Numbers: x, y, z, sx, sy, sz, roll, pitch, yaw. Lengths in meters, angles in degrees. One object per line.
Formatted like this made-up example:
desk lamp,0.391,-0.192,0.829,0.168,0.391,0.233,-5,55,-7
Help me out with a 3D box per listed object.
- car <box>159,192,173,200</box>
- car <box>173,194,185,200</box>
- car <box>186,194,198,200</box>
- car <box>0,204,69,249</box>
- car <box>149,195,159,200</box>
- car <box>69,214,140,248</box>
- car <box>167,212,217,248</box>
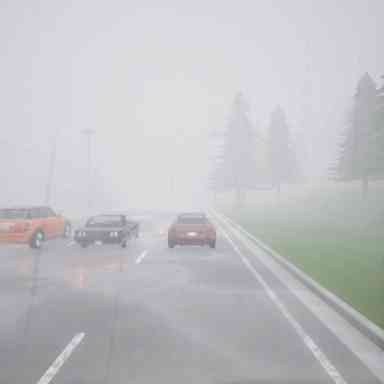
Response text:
car,-7.000,1.125,90.862,2.150,2.045,5.566,0,0,0
car,-3.500,1.409,90.492,1.812,1.442,4.674,0,0,0
car,0.000,1.496,90.902,1.895,1.301,4.718,0,0,0
car,-7.000,1.363,14.620,2.097,1.767,4.553,0,0,0
car,-10.500,1.466,91.155,1.994,1.385,4.181,0,0,0
car,-3.500,1.613,14.680,1.895,1.301,4.718,0,0,0
car,0.000,1.569,14.650,1.994,1.385,4.181,0,0,0
